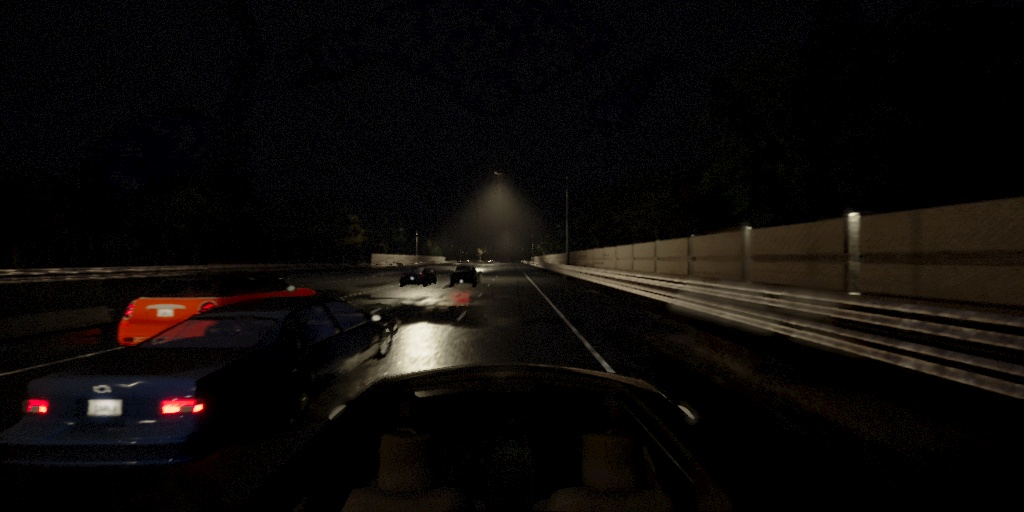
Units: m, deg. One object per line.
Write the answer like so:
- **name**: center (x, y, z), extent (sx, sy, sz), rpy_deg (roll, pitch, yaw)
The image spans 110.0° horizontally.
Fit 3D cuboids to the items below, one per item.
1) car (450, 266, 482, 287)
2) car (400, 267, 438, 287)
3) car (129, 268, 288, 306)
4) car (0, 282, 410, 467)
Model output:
- **car**: center (-3.406, 1.477, 26.560), extent (1.837, 1.490, 4.892), rpy_deg (0, -1, 0)
- **car**: center (-6.905, 1.538, 26.854), extent (1.994, 1.385, 4.181), rpy_deg (0, -1, 0)
- **car**: center (-6.901, 1.169, 9.266), extent (2.097, 1.767, 4.553), rpy_deg (0, -1, 0)
- **car**: center (-3.403, 1.331, 5.509), extent (2.033, 1.411, 5.357), rpy_deg (0, 0, 0)
